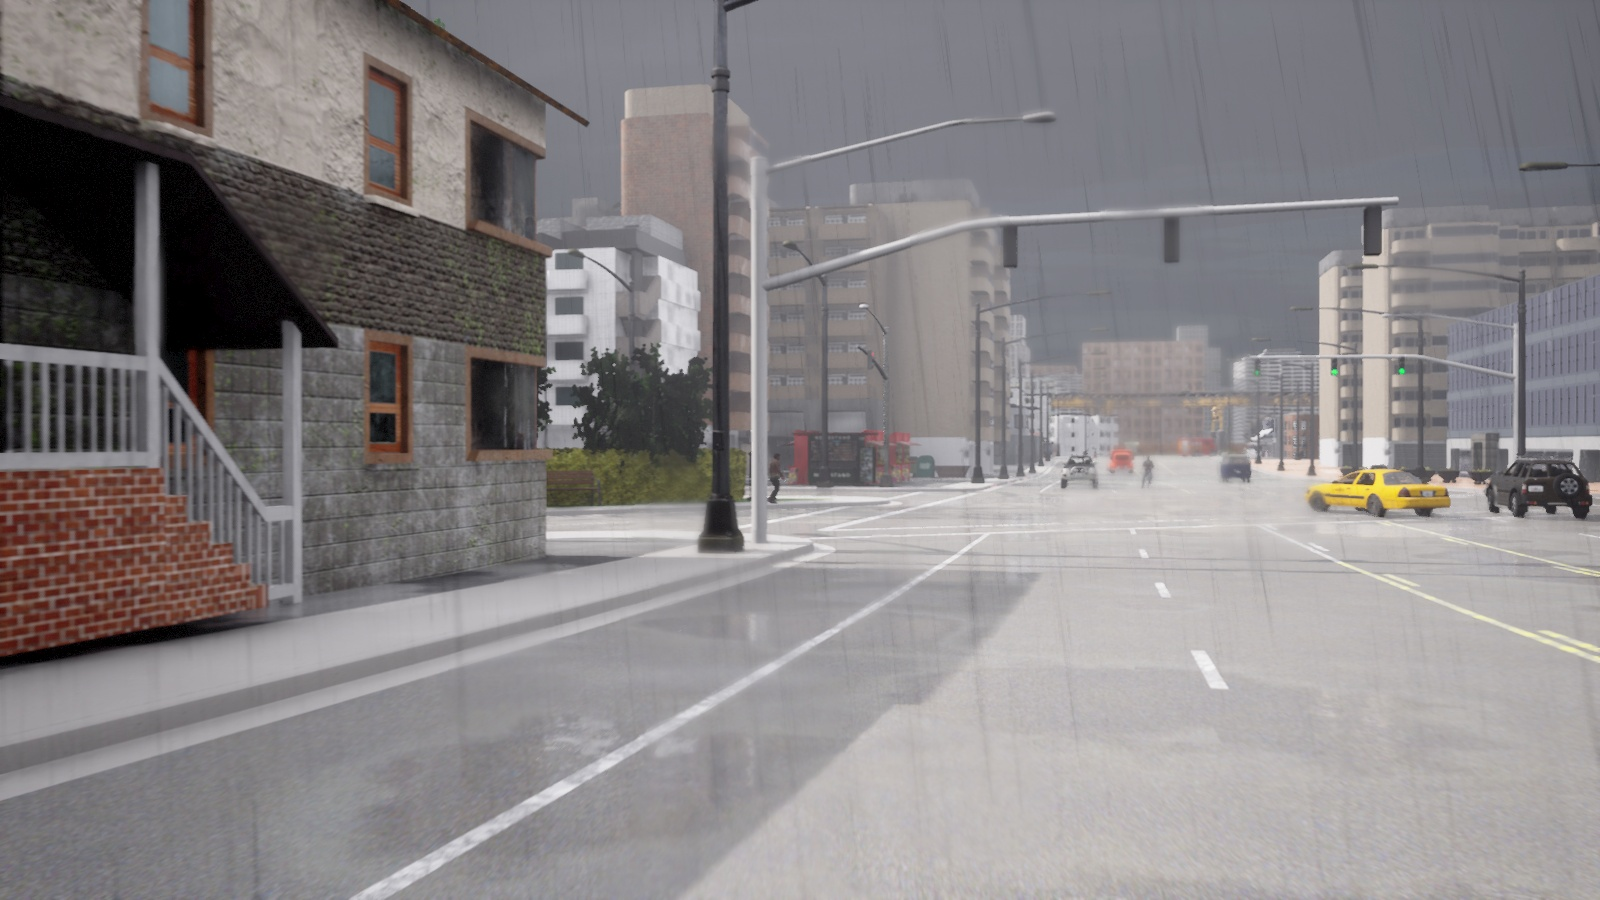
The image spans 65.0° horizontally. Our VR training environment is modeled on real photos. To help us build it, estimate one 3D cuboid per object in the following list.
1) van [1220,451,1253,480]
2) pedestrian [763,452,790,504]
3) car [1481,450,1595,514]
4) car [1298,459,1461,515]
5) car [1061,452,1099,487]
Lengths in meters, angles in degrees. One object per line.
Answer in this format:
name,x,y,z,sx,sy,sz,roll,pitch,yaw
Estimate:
van,31.070,1.081,89.464,1.775,1.987,4.442,0,-1,13
pedestrian,-0.833,0.982,44.161,0.869,1.805,0.328,-1,0,-29
car,22.830,0.946,39.022,1.932,1.855,4.605,-1,0,16
car,18.093,1.109,39.566,1.801,1.575,5.366,-1,0,-12
car,15.056,1.026,67.381,1.932,1.855,4.605,0,0,13
